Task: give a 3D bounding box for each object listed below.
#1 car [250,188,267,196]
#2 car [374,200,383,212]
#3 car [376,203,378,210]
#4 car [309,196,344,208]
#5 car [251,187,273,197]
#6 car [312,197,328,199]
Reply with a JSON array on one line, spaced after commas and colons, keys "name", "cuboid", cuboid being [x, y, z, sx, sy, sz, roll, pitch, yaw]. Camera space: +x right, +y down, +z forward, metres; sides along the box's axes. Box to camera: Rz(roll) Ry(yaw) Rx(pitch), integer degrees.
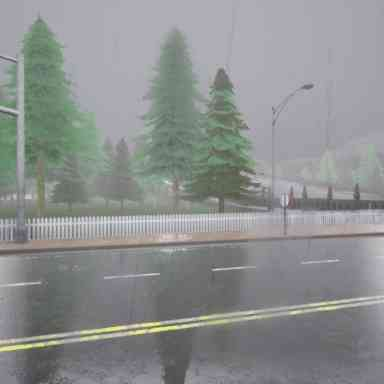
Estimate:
[{"name": "car", "cuboid": [11.485, 0.257, 58.119, 2.097, 1.767, 4.553, 0, 6, -19]}, {"name": "car", "cuboid": [22.657, 1.586, 36.385, 1.895, 1.301, 4.718, 0, 0, -19]}, {"name": "car", "cuboid": [20.231, 1.496, 32.705, 1.837, 1.490, 4.892, 0, 0, -18]}, {"name": "car", "cuboid": [18.947, 1.383, 47.102, 1.895, 1.301, 4.718, 0, 2, -19]}, {"name": "car", "cuboid": [13.298, 0.005, 63.729, 1.895, 1.301, 4.718, 0, 7, -18]}, {"name": "car", "cuboid": [16.488, 1.477, 43.491, 1.895, 1.301, 4.718, 0, 2, -19]}]
